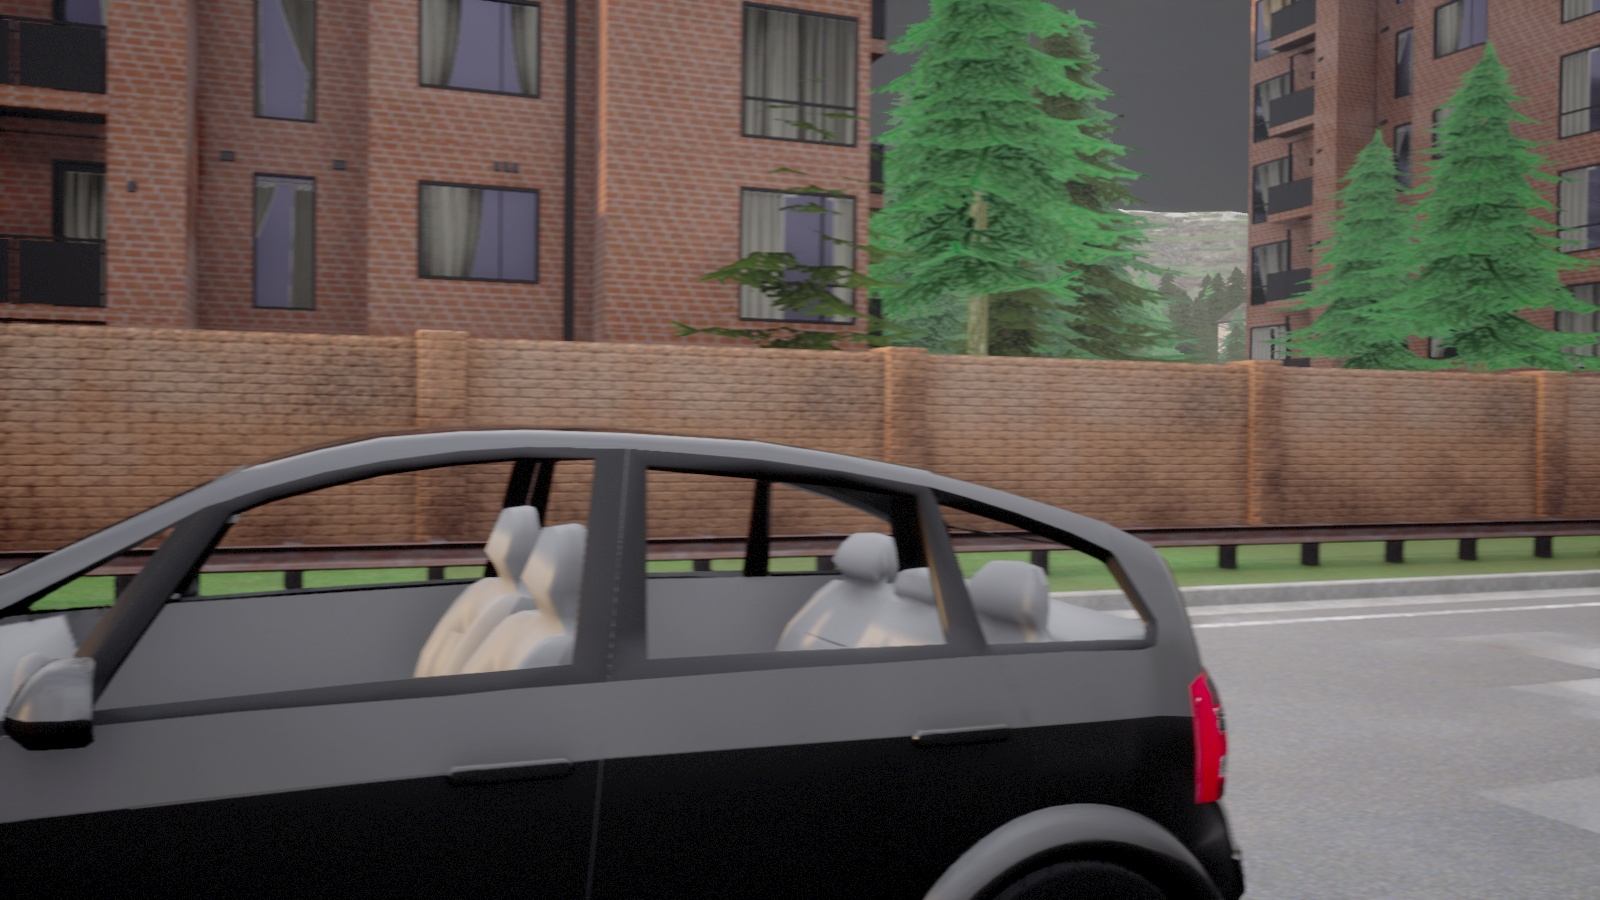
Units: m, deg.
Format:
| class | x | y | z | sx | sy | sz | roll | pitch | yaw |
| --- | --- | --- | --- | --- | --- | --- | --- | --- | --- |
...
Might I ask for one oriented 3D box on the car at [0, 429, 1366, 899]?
| class | x | y | z | sx | sy | sz | roll | pitch | yaw |
| --- | --- | --- | --- | --- | --- | --- | --- | --- | --- |
| car | -0.810 | 0.740 | 2.932 | 3.705 | 1.549 | 1.789 | -1 | 1 | -21 |
